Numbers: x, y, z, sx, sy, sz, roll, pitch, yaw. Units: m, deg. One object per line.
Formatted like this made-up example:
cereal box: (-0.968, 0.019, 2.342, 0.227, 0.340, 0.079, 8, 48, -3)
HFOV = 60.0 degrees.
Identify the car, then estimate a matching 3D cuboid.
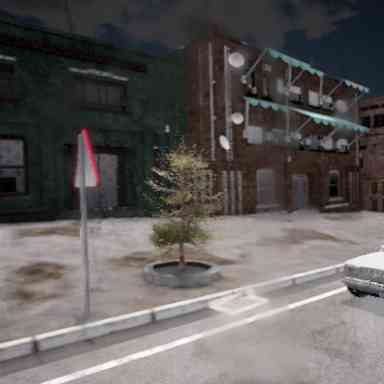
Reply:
car: (5.348, 1.656, 7.521, 4.718, 1.301, 1.895, 1, -1, -38)
